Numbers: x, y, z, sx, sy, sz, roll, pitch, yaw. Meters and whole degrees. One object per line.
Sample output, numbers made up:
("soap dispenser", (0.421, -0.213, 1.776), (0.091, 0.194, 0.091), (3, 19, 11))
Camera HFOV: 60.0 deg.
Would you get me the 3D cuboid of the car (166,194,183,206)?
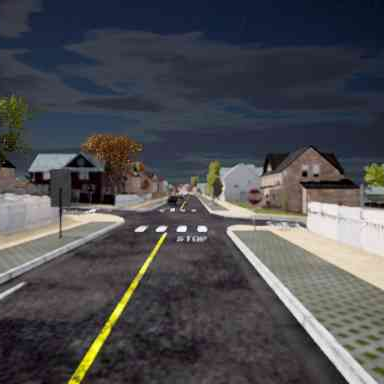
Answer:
("car", (-2.741, 1.309, 48.959), (1.837, 1.490, 4.892), (0, 2, 0))
